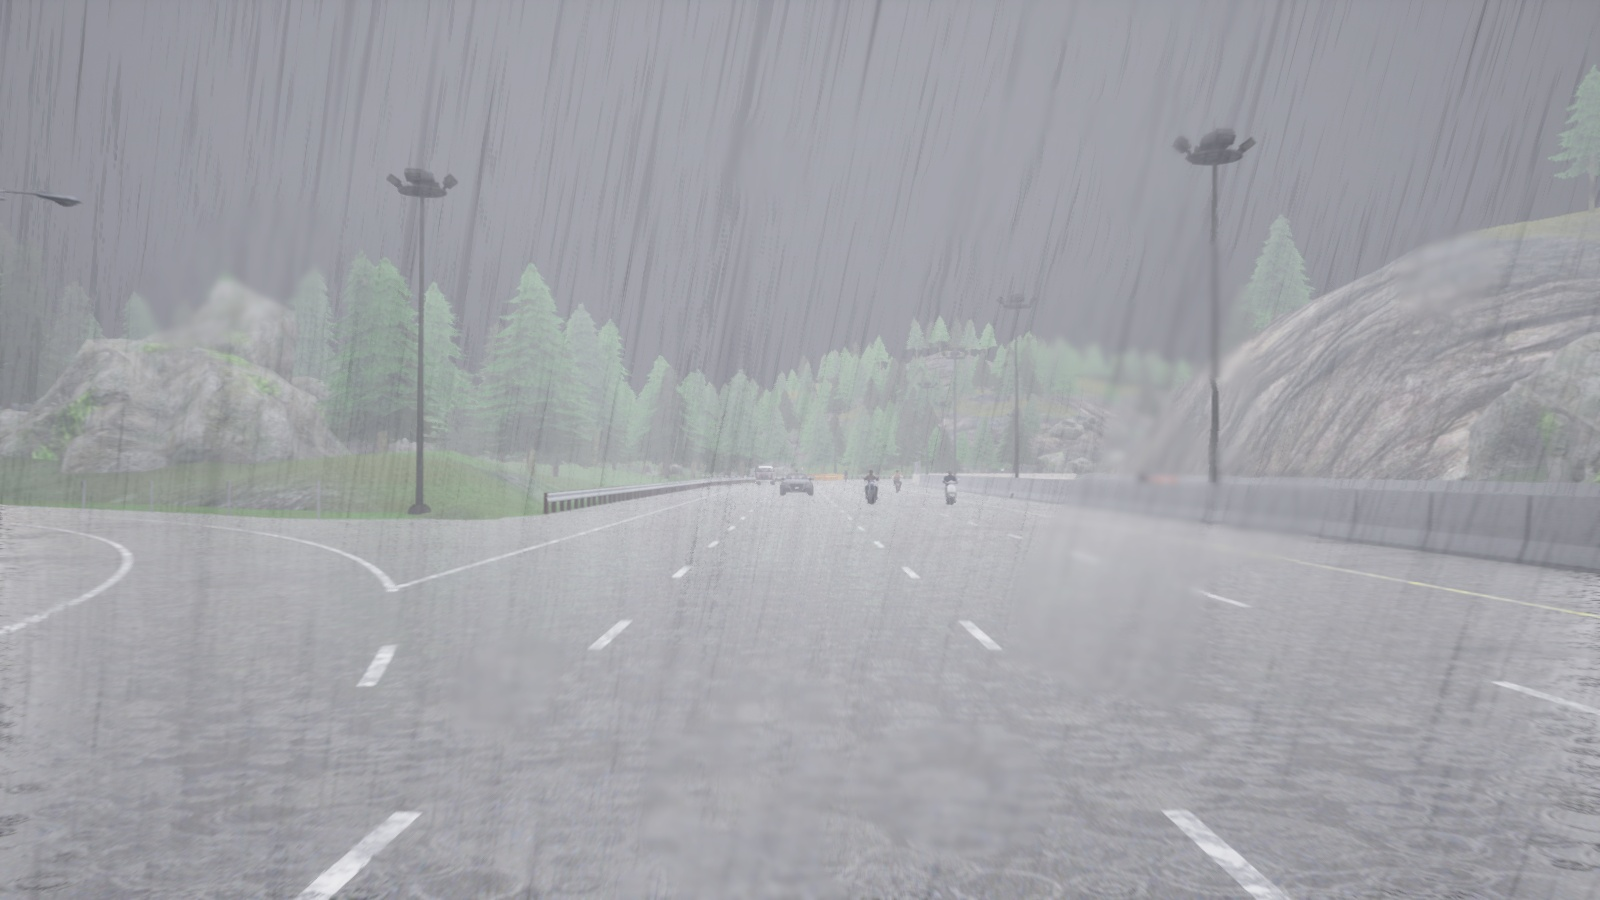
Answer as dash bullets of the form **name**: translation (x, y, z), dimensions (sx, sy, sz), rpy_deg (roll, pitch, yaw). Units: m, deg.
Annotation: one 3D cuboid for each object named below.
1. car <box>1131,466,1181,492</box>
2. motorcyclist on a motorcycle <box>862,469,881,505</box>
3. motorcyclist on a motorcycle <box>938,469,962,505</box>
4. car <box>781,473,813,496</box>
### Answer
- **car**: translation (24.293, 1.978, 85.921), dimensions (2.097, 1.767, 4.553), rpy_deg (0, -1, 0)
- **motorcyclist on a motorcycle**: translation (3.357, 1.718, 59.223), dimensions (0.766, 1.649, 2.350), rpy_deg (0, -1, 0)
- **motorcyclist on a motorcycle**: translation (6.861, 1.679, 57.518), dimensions (0.866, 1.590, 1.817), rpy_deg (0, -1, 0)
- **car**: translation (-0.190, 2.169, 79.045), dimensions (1.994, 1.385, 4.181), rpy_deg (0, -1, 0)
